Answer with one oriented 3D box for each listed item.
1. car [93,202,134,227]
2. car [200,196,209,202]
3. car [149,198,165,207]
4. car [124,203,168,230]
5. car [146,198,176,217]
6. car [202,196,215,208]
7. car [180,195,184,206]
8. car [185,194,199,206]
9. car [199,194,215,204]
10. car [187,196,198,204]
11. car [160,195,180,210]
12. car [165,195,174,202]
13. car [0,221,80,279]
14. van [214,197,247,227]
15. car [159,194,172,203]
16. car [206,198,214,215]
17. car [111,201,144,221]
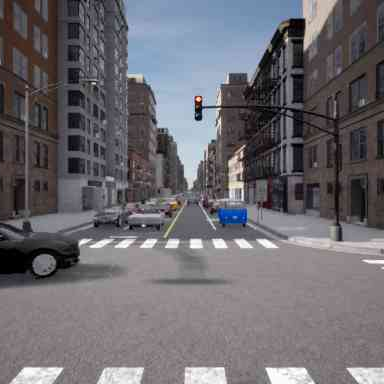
[{"bbox_3d":[-5.365,1.552,22.466,2.008,1.369,4.403,0,0,0],"label":"car"},{"bbox_3d":[2.713,1.531,73.598,2.008,1.369,4.403,0,0,0],"label":"car"},{"bbox_3d":[-5.336,1.560,50.876,1.947,1.339,4.313,0,0,0],"label":"car"},{"bbox_3d":[-2.798,1.602,21.173,1.895,1.301,4.718,0,0,-1],"label":"car"},{"bbox_3d":[-2.816,1.565,31.145,1.994,1.385,4.181,0,0,0],"label":"car"},{"bbox_3d":[2.684,1.580,45.192,1.802,1.307,4.206,0,0,0],"label":"car"},{"bbox_3d":[-2.711,1.593,54.864,1.895,1.301,4.718,0,0,0],"label":"car"},{"bbox_3d":[0.161,1.483,55.364,2.128,1.511,4.902,0,0,0],"label":"car"},{"bbox_3d":[2.690,1.310,50.873,2.192,1.841,5.009,0,0,0],"label":"car"},{"bbox_3d":[0.165,1.532,65.786,2.033,1.411,5.357,0,0,0],"label":"car"},{"bbox_3d":[-2.798,1.477,41.274,1.882,1.535,5.008,0,0,0],"label":"car"},{"bbox_3d":[-5.307,1.416,79.284,1.967,1.590,4.097,0,0,0],"label":"car"},{"bbox_3d":[-5.623,1.453,8.842,5.008,1.535,1.882,1,0,-19],"label":"car"},{"bbox_3d":[2.660,1.342,22.467,1.690,1.788,3.998,0,0,0],"label":"van"},{"bbox_3d":[-5.318,1.299,67.920,2.192,1.841,5.009,0,0,0],"label":"car"},{"bbox_3d":[2.672,1.583,33.829,1.802,1.307,4.206,0,0,0],"label":"car"},{"bbox_3d":[-5.359,1.546,28.148,1.887,1.381,4.507,0,0,0],"label":"car"}]
